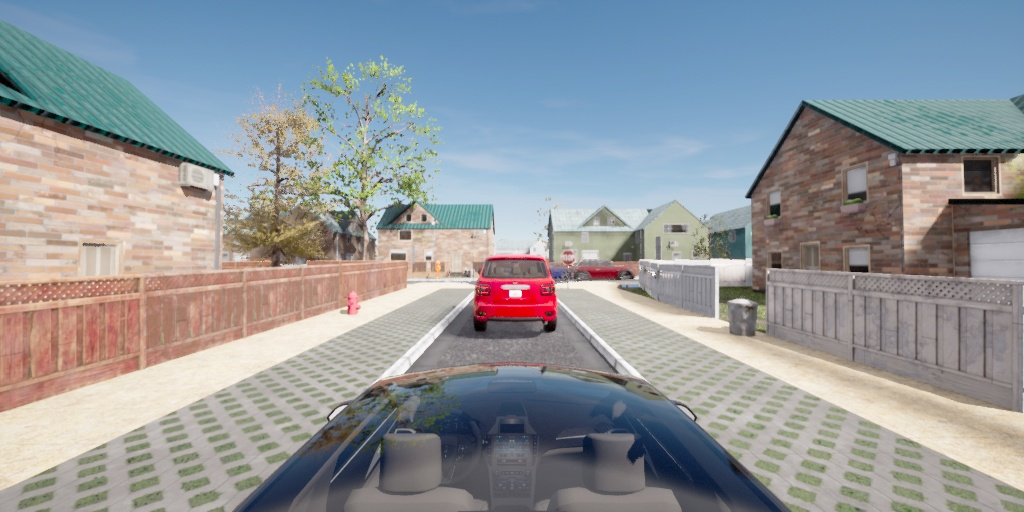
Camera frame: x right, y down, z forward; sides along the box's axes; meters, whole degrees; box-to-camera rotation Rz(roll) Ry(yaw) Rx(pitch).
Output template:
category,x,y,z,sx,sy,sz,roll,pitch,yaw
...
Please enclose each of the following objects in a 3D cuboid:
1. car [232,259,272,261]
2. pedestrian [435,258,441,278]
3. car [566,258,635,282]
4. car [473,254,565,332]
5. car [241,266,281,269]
category,x,y,z,sx,sy,sz,roll,pitch,yaw
car,-22.311,1.284,29.948,5.566,2.045,2.150,-1,-1,1
pedestrian,-6.752,1.111,32.678,0.375,1.860,0.375,0,-1,1
car,6.681,1.050,26.655,4.553,1.767,2.097,-1,-1,1
car,0.084,0.973,11.063,2.150,2.045,5.566,0,0,0
car,-18.534,1.452,26.947,4.892,1.490,1.837,-1,-1,1
